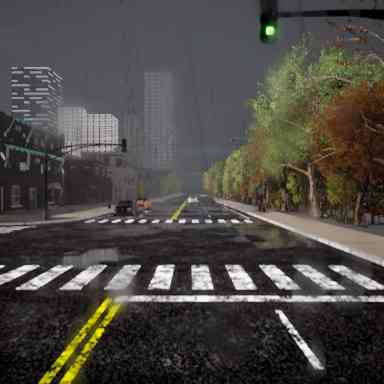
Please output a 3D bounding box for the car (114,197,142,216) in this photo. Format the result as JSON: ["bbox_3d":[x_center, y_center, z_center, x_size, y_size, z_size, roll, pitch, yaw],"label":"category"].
[{"bbox_3d":[-6.557,1.556,33.548,1.837,1.490,4.892,0,0,0],"label":"car"}]

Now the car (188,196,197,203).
[{"bbox_3d":[0.110,1.586,74.774,1.882,1.535,5.008,0,0,0],"label":"car"}]

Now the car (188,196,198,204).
[{"bbox_3d":[0.174,1.621,64.581,1.812,1.442,4.674,0,0,0],"label":"car"}]

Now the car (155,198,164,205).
[{"bbox_3d":[-6.467,1.693,62.929,1.895,1.301,4.718,0,0,1],"label":"car"}]

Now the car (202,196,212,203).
[{"bbox_3d":[3.353,1.648,74.352,2.033,1.411,5.357,0,0,0],"label":"car"}]

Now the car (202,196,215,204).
[{"bbox_3d":[3.432,1.641,63.699,2.033,1.411,5.357,0,0,0],"label":"car"}]

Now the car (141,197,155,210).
[{"bbox_3d":[-6.541,1.418,43.793,2.097,1.767,4.553,0,0,0],"label":"car"}]
